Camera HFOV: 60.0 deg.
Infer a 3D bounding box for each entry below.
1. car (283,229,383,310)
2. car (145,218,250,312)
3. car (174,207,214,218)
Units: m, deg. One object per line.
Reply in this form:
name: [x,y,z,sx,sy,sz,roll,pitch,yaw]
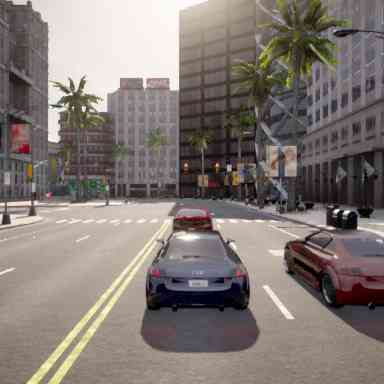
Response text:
car: [3.597,1.564,7.904,1.994,1.385,4.181,0,0,0]
car: [0.089,1.562,7.813,1.994,1.385,4.181,0,0,-1]
car: [0.090,1.478,16.799,1.882,1.535,5.008,0,0,2]
